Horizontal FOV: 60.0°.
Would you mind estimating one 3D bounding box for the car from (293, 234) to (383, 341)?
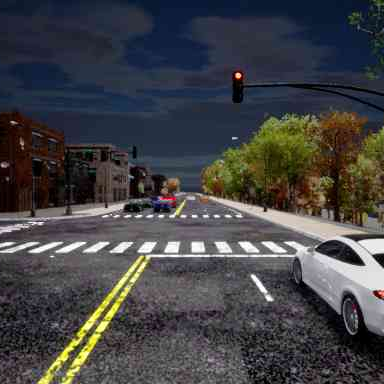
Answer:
[{"bbox_3d":[3.352,1.525,6.343,1.812,1.442,4.674,0,0,2],"label":"car"}]

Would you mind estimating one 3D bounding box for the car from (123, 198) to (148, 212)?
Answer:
[{"bbox_3d":[-6.603,1.595,38.420,1.895,1.301,4.718,0,0,0],"label":"car"}]

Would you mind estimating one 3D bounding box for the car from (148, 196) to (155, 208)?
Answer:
[{"bbox_3d":[-6.627,1.541,48.206,2.033,1.411,5.357,0,0,-1],"label":"car"}]

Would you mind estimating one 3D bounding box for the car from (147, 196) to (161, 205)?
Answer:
[{"bbox_3d":[-6.628,1.519,58.244,1.812,1.442,4.674,0,0,0],"label":"car"}]

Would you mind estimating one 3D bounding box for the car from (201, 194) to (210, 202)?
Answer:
[{"bbox_3d":[3.152,1.348,78.752,2.097,1.767,4.553,0,0,0],"label":"car"}]

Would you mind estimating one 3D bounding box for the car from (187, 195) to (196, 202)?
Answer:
[{"bbox_3d":[-0.098,1.517,78.864,1.812,1.442,4.674,0,0,0],"label":"car"}]

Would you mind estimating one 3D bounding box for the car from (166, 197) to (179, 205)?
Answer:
[{"bbox_3d":[-3.379,1.557,58.370,1.994,1.385,4.181,0,0,0],"label":"car"}]

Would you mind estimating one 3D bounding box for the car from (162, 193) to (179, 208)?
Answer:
[{"bbox_3d":[-3.379,1.215,48.320,2.150,2.045,5.566,0,0,-1],"label":"car"}]

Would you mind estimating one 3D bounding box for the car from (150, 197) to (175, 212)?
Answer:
[{"bbox_3d":[-3.353,1.595,38.429,1.895,1.301,4.718,0,0,0],"label":"car"}]
